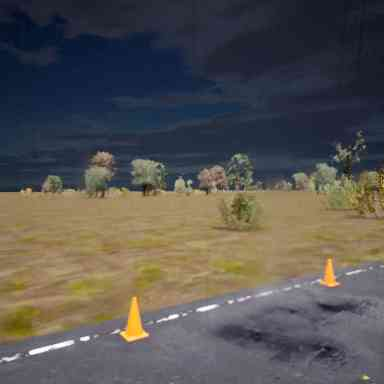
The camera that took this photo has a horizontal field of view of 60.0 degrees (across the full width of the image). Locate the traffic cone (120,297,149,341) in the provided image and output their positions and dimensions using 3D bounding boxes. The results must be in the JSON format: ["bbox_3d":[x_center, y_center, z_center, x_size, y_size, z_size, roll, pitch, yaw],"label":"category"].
[{"bbox_3d":[-0.894,1.937,5.184,0.340,0.580,0.340,0,0,-35],"label":"traffic cone"}]

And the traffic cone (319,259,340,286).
[{"bbox_3d":[3.314,1.915,8.006,0.340,0.580,0.340,0,0,-33],"label":"traffic cone"}]
